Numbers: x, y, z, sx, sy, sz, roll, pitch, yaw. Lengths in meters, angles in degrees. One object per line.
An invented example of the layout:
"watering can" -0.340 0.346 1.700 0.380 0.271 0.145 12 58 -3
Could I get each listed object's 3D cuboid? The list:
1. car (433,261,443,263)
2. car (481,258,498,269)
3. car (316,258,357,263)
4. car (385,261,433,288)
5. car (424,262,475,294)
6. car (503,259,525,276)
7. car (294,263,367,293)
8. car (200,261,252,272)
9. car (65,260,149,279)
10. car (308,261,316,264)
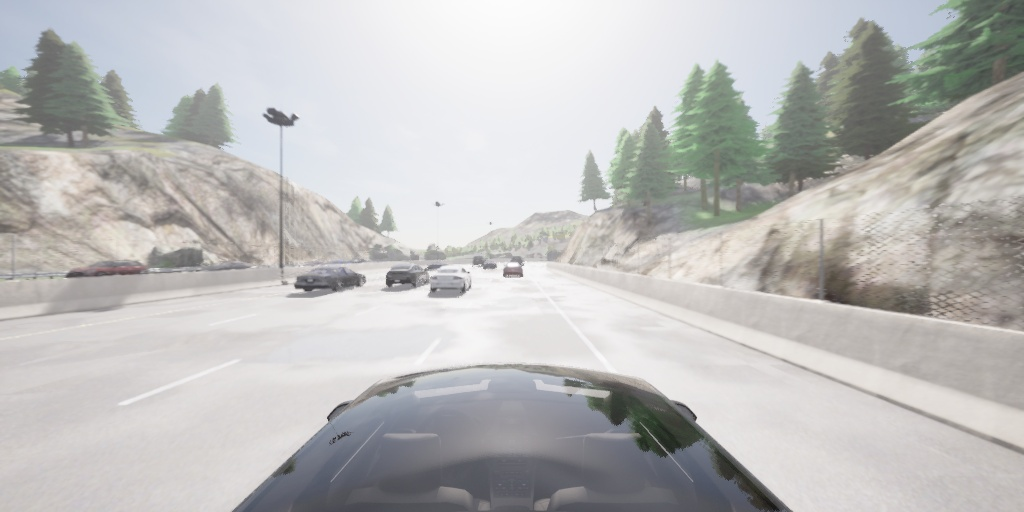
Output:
"car" -10.360 1.364 50.430 1.895 1.301 4.718 0 0 1
"car" -3.275 1.365 55.656 1.895 1.301 4.718 0 0 2
"car" -21.037 1.239 43.313 1.882 1.535 5.008 0 0 1
"car" -6.903 1.261 23.948 1.837 1.490 4.892 0 0 0
"car" -3.402 1.281 20.422 1.812 1.442 4.674 0 0 0
"car" 0.095 1.323 36.658 1.994 1.385 4.181 0 0 0
"car" -10.356 1.302 20.887 2.033 1.411 5.357 0 0 0
"car" -28.074 1.250 35.369 2.128 1.511 4.902 0 0 0
"car" -31.579 1.109 28.149 2.097 1.767 4.553 0 0 0
"car" -24.545 1.325 45.301 1.994 1.385 4.181 0 0 1
